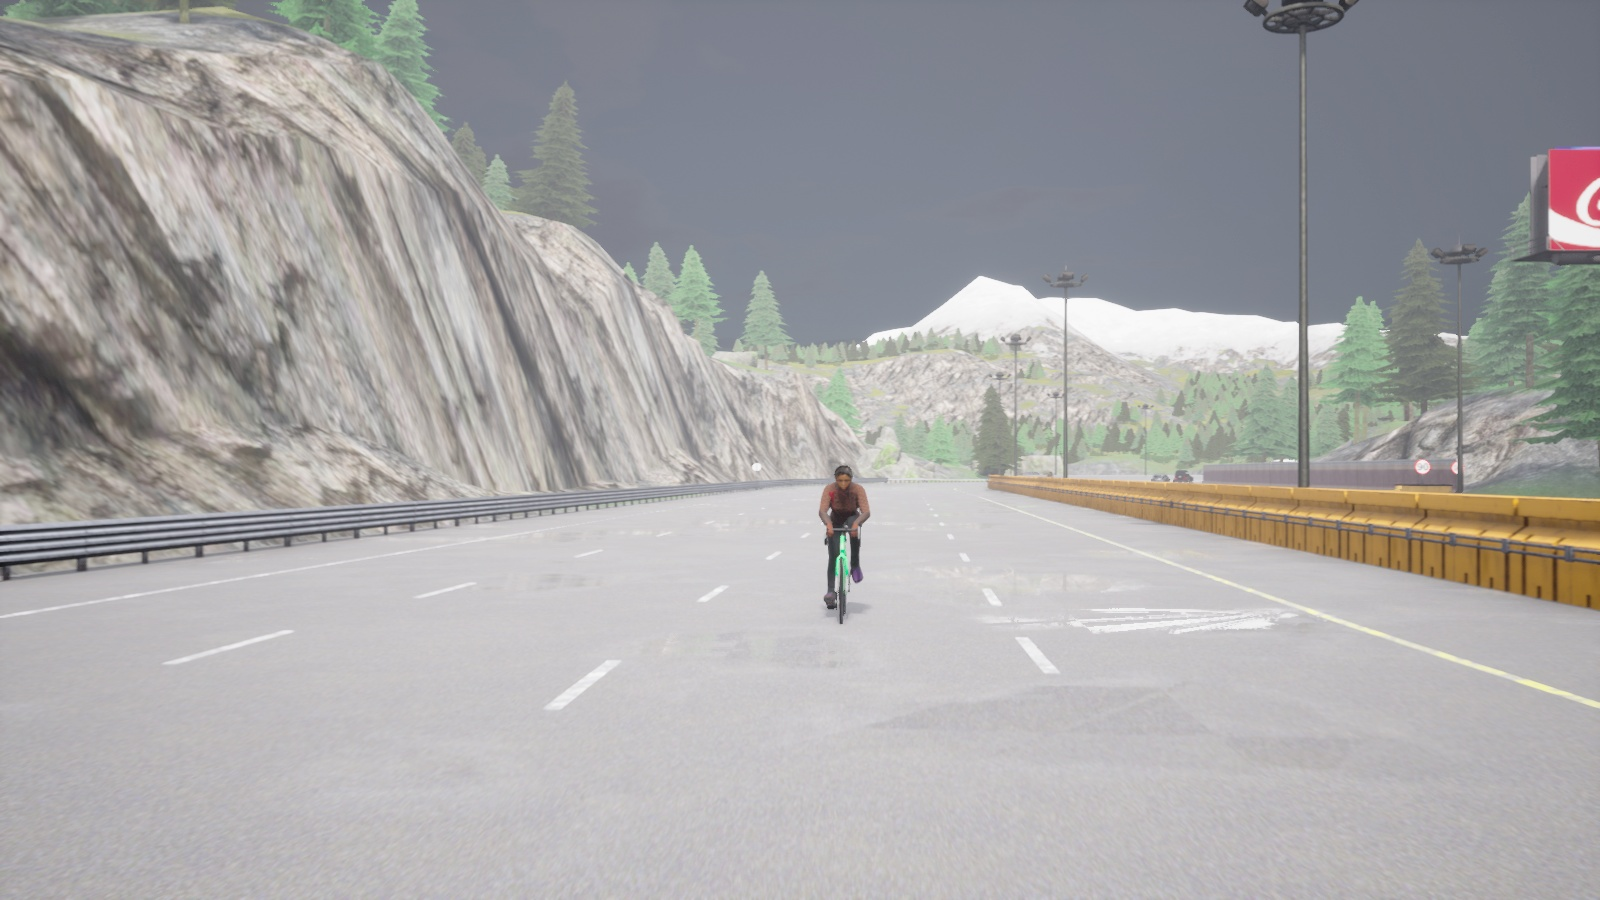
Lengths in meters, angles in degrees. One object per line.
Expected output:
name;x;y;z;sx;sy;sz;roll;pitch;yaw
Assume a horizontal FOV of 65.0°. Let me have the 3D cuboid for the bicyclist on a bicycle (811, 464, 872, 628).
bicyclist on a bicycle;0.461;0.985;13.237;0.582;1.620;1.656;0;-3;4
